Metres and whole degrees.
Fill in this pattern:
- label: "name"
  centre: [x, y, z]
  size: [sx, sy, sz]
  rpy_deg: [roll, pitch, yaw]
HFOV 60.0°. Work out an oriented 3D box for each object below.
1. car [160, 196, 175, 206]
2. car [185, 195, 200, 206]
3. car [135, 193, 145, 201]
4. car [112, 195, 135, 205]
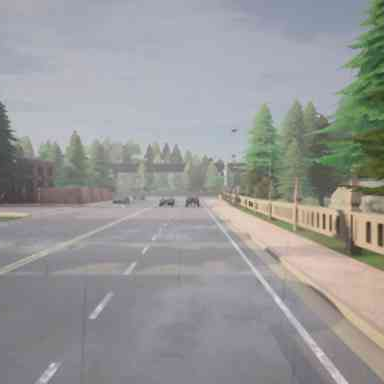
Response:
- label: "car"
  centre: [-3.402, 1.281, 46.894]
  size: [1.895, 1.301, 4.718]
  rpy_deg: [0, 0, 0]
- label: "car"
  centre: [0.097, 1.184, 47.011]
  size: [1.837, 1.490, 4.892]
  rpy_deg: [0, 0, 0]
- label: "car"
  centre: [-10.511, 1.023, 66.499]
  size: [2.128, 1.511, 4.902]
  rpy_deg: [0, 0, 0]
- label: "car"
  centre: [-10.570, 1.205, 50.252]
  size: [2.033, 1.411, 5.357]
  rpy_deg: [0, 0, 0]
